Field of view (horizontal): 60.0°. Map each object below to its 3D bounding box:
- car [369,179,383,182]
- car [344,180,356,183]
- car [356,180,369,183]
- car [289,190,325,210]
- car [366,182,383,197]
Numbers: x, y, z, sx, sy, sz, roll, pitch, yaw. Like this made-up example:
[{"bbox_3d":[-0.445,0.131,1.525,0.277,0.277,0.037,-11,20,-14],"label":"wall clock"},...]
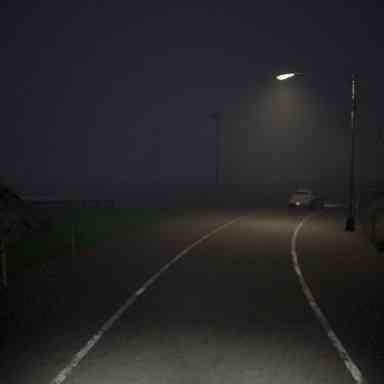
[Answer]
[{"bbox_3d":[39.508,-1.752,68.294,4.553,1.767,2.097,-1,3,-17],"label":"car"},{"bbox_3d":[37.449,-1.950,74.984,4.674,1.442,1.812,-1,3,-17],"label":"car"},{"bbox_3d":[38.493,-1.936,71.639,4.553,1.767,2.097,-1,3,-17],"label":"car"},{"bbox_3d":[9.176,0.533,26.566,1.812,1.442,4.674,2,4,35],"label":"car"},{"bbox_3d":[23.355,-0.146,39.664,4.902,1.511,2.128,-2,4,-32],"label":"car"}]
